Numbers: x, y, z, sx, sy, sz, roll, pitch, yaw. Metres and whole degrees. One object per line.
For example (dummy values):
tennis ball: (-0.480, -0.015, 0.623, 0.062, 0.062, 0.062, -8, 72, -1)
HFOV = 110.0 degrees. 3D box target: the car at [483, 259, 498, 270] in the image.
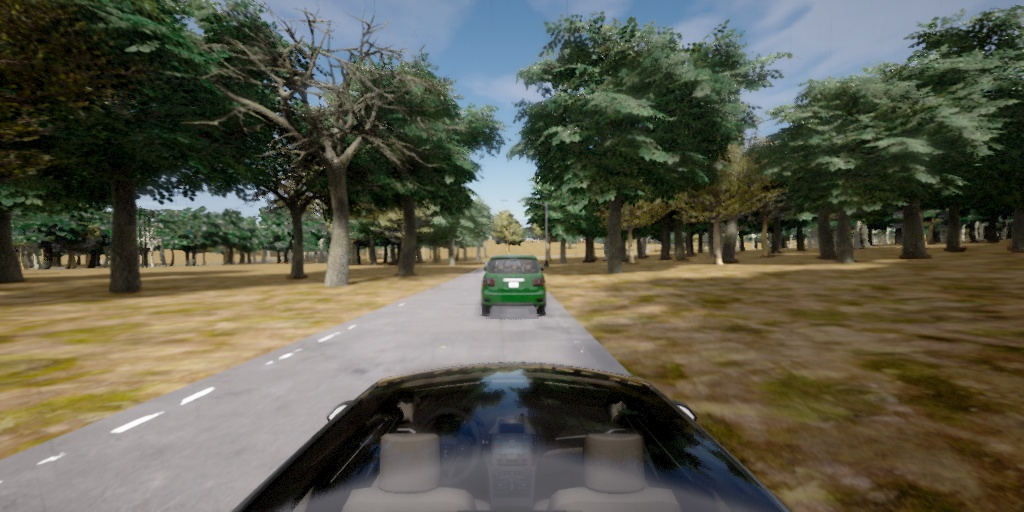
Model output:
car: (-3.079, 1.221, 52.359, 1.812, 1.442, 4.674, 0, 0, 0)

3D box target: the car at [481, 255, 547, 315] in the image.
car: (0.065, 0.967, 13.608, 2.150, 2.045, 5.566, 0, 0, 0)
